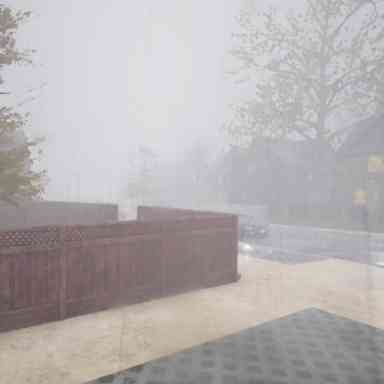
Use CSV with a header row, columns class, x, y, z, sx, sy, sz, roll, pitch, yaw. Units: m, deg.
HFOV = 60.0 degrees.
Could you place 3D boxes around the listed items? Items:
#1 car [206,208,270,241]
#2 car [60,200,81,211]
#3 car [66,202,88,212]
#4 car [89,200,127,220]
class,x,y,z,sx,sy,sz,roll,pitch,yaw
car,1.895,1.646,17.462,1.837,1.490,4.892,2,-2,-35
car,-16.882,1.810,44.653,1.882,1.535,5.008,2,-2,-35
car,-17.505,2.262,50.348,1.895,1.301,4.718,2,-2,-35
car,-7.798,1.679,31.432,2.097,1.767,4.553,2,-2,-34
